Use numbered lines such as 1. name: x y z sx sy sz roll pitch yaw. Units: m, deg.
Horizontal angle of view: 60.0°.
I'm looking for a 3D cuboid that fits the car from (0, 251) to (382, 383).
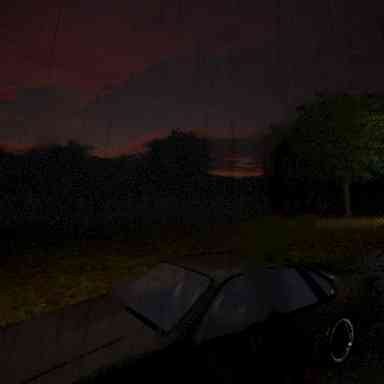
1. car: 0.331 1.544 4.226 5.357 1.411 2.033 0 0 -35
